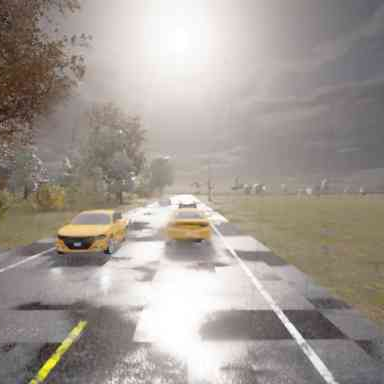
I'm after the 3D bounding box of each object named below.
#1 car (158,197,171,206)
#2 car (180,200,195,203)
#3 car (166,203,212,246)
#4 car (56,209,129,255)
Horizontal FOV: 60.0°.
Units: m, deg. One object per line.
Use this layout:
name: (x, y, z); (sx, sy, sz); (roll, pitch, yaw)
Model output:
car: (-4.392, 1.530, 54.569); (1.812, 1.442, 4.674); (0, 0, 0)
car: (-0.422, 1.495, 33.318); (2.128, 1.511, 4.902); (0, 0, -1)
car: (-0.145, 1.478, 15.402); (1.882, 1.535, 5.008); (0, 0, -1)
car: (-3.828, 1.472, 13.526); (1.882, 1.535, 5.008); (0, 0, -1)
